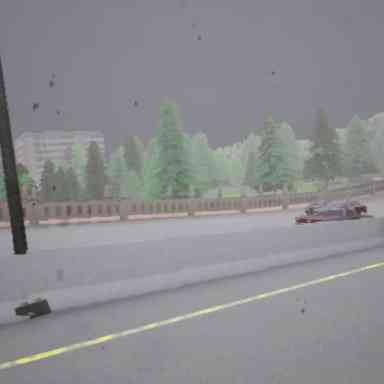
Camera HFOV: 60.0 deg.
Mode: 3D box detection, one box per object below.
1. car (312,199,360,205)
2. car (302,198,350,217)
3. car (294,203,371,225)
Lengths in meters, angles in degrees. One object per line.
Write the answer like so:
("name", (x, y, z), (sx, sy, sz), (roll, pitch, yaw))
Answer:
("car", (11.067, 1.335, 24.766), (5.008, 1.535, 1.882), (-1, 1, -35))
("car", (12.029, 1.345, 29.745), (4.181, 1.385, 1.994), (-2, 1, -35))
("car", (7.709, 1.507, 18.080), (4.718, 1.301, 1.895), (0, 0, -35))
